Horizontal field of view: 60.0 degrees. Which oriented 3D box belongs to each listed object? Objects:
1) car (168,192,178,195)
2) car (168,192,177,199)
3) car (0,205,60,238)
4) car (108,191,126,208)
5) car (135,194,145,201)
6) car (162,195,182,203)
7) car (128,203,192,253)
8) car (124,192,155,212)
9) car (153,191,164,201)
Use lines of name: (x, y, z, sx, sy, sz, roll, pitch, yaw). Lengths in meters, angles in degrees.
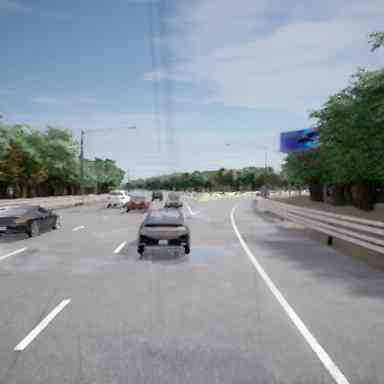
car: (-3.048, 1.100, 58.731, 1.837, 1.490, 4.892, 0, 0, -4)
car: (-4.932, 0.859, 83.465, 2.097, 1.767, 4.553, 0, 0, -5)
car: (-8.075, 1.365, 16.360, 1.812, 1.442, 4.674, 0, 0, -2)
car: (-9.058, 0.871, 41.641, 2.150, 2.045, 5.566, 0, 0, -3)
car: (-10.514, 1.052, 67.503, 1.812, 1.442, 4.674, 0, 0, -4)
car: (-1.975, 1.315, 36.937, 1.895, 1.301, 4.718, 0, 0, -2)
car: (-1.023, 1.390, 13.163, 2.128, 1.511, 4.902, 0, 0, -2)
car: (-5.241, 1.073, 33.577, 2.097, 1.767, 4.553, 0, 0, -2)
car: (-6.806, 0.770, 65.276, 2.150, 2.045, 5.566, 0, 0, -4)
